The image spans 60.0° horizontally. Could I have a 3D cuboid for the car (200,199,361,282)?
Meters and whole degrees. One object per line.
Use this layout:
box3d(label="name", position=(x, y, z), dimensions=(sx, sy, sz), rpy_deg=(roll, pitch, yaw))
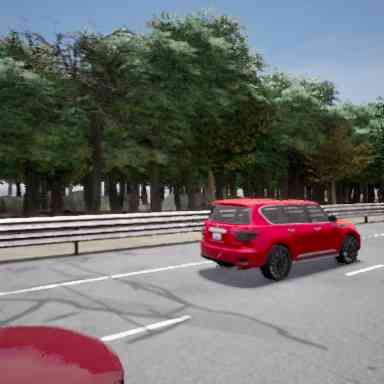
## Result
box3d(label="car", position=(2.817, 1.220, 10.058), dimensions=(5.566, 2.045, 2.150), rpy_deg=(0, 0, -36))

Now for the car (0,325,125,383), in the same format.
box3d(label="car", position=(-2.651, 1.525, 1.854), dimensions=(4.674, 1.442, 1.812), rpy_deg=(0, 0, -36))
